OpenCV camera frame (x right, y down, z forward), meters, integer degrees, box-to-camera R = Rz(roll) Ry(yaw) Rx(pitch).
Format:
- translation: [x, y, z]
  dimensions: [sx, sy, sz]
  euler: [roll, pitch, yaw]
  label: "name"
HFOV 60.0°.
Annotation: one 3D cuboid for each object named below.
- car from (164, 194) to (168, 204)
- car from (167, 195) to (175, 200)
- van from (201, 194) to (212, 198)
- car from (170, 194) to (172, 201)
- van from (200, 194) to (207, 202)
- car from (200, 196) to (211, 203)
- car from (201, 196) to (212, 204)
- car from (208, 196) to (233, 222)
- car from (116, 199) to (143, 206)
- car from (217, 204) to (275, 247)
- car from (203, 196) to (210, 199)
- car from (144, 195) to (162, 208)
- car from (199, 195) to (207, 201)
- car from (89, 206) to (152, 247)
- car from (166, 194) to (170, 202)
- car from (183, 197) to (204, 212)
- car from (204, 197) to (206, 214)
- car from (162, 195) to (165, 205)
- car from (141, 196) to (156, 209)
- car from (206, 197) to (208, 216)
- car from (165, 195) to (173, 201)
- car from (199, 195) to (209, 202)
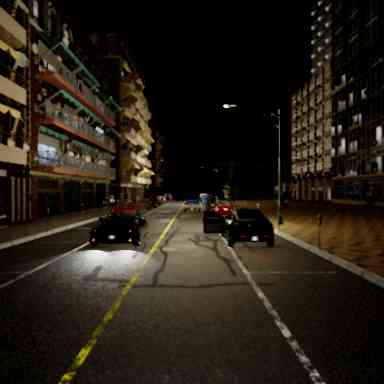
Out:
- translation: [-5.704, 1.503, 56.074]
  dimensions: [2.008, 1.369, 4.403]
  euler: [0, 0, 0]
  label: "car"
- translation: [-5.709, 1.541, 89.233]
  dimensions: [1.802, 1.307, 4.206]
  euler: [0, 0, 0]
  label: "car"
- translation: [2.675, 1.293, 56.075]
  dimensions: [1.690, 1.788, 3.998]
  euler: [0, 0, 0]
  label: "van"
- translation: [-5.705, 1.518, 67.127]
  dimensions: [1.947, 1.339, 4.313]
  euler: [0, 0, 0]
  label: "car"
- translation: [2.671, 1.295, 78.182]
  dimensions: [1.690, 1.788, 3.998]
  euler: [0, 0, 0]
  label: "van"
- translation: [2.675, 1.517, 67.128]
  dimensions: [1.947, 1.339, 4.313]
  euler: [0, 0, 0]
  label: "car"
- translation: [2.675, 1.477, 61.770]
  dimensions: [1.752, 1.417, 4.829]
  euler: [0, 0, 0]
  label: "car"
- translation: [2.680, 1.407, 28.441]
  dimensions: [1.967, 1.590, 4.097]
  euler: [0, 0, 0]
  label: "car"
- translation: [-5.700, 1.512, 28.441]
  dimensions: [1.887, 1.381, 4.507]
  euler: [0, 0, 0]
  label: "car"
- translation: [2.352, 1.485, 14.859]
  dimensions: [1.837, 1.490, 4.892]
  euler: [0, 0, 0]
  label: "car"
- translation: [2.678, 1.538, 45.021]
  dimensions: [1.802, 1.307, 4.206]
  euler: [0, 0, 0]
  label: "car"
- translation: [-5.704, 1.272, 45.020]
  dimensions: [2.192, 1.841, 5.009]
  euler: [0, 0, 0]
  label: "car"
- translation: [2.672, 1.482, 83.878]
  dimensions: [1.752, 1.417, 4.829]
  euler: [0, 0, 0]
  label: "car"
- translation: [-3.102, 1.544, 14.822]
  dimensions: [1.994, 1.385, 4.181]
  euler: [0, 0, 0]
  label: "car"
- translation: [-5.705, 1.392, 61.600]
  dimensions: [1.967, 1.590, 4.097]
  euler: [0, 0, 0]
  label: "car"
- translation: [0.034, 1.562, 37.732]
  dimensions: [1.895, 1.301, 4.718]
  euler: [0, 0, 1]
  label: "car"
- translation: [2.679, 1.541, 39.495]
  dimensions: [1.802, 1.307, 4.206]
  euler: [0, 0, 0]
  label: "car"
- translation: [-5.703, 1.505, 50.548]
  dimensions: [2.008, 1.369, 4.403]
  euler: [0, 0, 0]
  label: "car"
- translation: [-5.702, 1.485, 39.325]
  dimensions: [1.752, 1.417, 4.829]
  euler: [0, 0, 0]
  label: "car"
- translation: [2.679, 1.489, 34.138]
  dimensions: [1.752, 1.417, 4.829]
  euler: [0, 0, 0]
  label: "car"
- translation: [-5.708, 1.538, 83.707]
  dimensions: [1.802, 1.307, 4.206]
  euler: [0, 0, 0]
  label: "car"
- translation: [2.673, 1.393, 72.655]
  dimensions: [1.967, 1.590, 4.097]
  euler: [0, 0, 0]
  label: "car"
